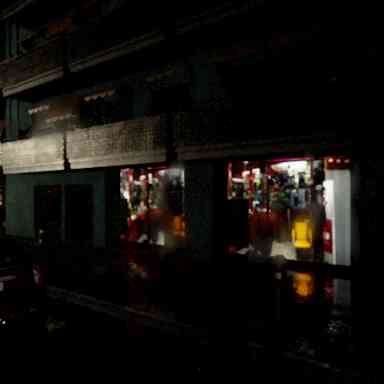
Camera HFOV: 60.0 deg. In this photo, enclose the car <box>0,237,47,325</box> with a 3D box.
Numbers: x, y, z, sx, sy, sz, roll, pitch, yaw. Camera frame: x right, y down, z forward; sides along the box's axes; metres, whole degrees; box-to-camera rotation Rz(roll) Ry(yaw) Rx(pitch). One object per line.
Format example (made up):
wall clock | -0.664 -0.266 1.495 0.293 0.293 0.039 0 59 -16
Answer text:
car | -4.541 1.489 6.135 4.097 1.590 1.967 -1 0 36
